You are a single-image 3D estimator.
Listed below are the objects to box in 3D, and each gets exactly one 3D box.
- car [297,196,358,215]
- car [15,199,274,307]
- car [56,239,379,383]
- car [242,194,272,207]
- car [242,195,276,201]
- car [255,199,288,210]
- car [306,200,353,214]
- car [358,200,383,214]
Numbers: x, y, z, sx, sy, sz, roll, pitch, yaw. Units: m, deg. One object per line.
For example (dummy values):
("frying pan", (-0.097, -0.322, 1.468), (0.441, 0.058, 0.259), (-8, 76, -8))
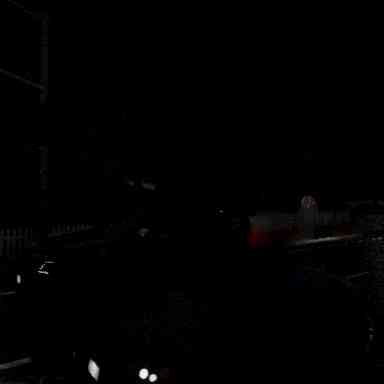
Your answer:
("car", (15.112, 1.529, 37.417), (2.150, 2.045, 5.566), (1, 0, -37))
("car", (-0.889, 1.254, 7.656), (5.566, 2.045, 2.150), (1, 0, -35))
("car", (0.651, 1.591, 4.453), (4.181, 1.385, 1.994), (1, 0, -35))
("car", (10.637, 1.356, 54.912), (2.097, 1.767, 4.553), (1, 3, -37))
("car", (8.996, 1.431, 45.472), (2.150, 2.045, 5.566), (1, 1, -37))
("car", (11.451, 1.791, 48.026), (1.994, 1.385, 4.181), (1, 1, -38))
("car", (16.829, 1.826, 40.940), (2.128, 1.511, 4.902), (1, 0, -37))
("car", (22.047, 1.723, 39.863), (2.097, 1.767, 4.553), (1, 0, -37))
